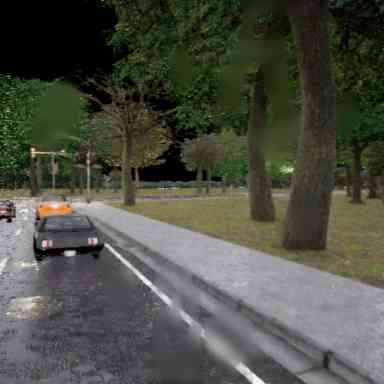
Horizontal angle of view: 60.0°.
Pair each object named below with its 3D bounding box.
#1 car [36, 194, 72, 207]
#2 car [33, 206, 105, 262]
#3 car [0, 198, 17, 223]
[{"bbox_3d":[-9.376,0.899,22.538,2.097,1.767,4.553,0,1,-25],"label":"car"},{"bbox_3d":[-4.292,1.380,11.267,1.895,1.301,4.718,0,1,-24],"label":"car"},{"bbox_3d":[-12.183,1.107,20.863,2.033,1.411,5.357,0,1,-24],"label":"car"}]
